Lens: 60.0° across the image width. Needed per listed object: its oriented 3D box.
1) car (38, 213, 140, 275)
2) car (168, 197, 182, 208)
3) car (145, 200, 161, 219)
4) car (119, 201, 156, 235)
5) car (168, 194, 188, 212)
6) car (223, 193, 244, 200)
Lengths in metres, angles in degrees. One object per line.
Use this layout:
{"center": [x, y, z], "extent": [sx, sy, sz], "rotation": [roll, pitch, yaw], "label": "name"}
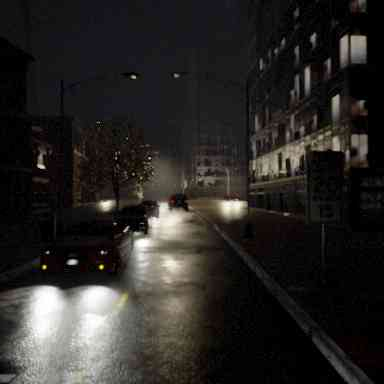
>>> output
{"center": [-3.009, 1.564, 10.287], "extent": [1.994, 1.385, 4.181], "rotation": [0, 0, -1], "label": "car"}
{"center": [-2.609, 1.517, 50.116], "extent": [1.812, 1.442, 4.674], "rotation": [0, 0, -6], "label": "car"}
{"center": [-3.779, 1.501, 29.359], "extent": [1.837, 1.490, 4.892], "rotation": [0, 0, -3], "label": "car"}
{"center": [-3.279, 1.503, 19.011], "extent": [1.837, 1.490, 4.892], "rotation": [0, 0, -2], "label": "car"}
{"center": [-1.651, 1.216, 39.686], "extent": [2.150, 2.045, 5.566], "rotation": [0, 0, -5], "label": "car"}
{"center": [10.005, 1.181, 80.143], "extent": [5.009, 1.841, 2.192], "rotation": [0, -1, 12], "label": "car"}
